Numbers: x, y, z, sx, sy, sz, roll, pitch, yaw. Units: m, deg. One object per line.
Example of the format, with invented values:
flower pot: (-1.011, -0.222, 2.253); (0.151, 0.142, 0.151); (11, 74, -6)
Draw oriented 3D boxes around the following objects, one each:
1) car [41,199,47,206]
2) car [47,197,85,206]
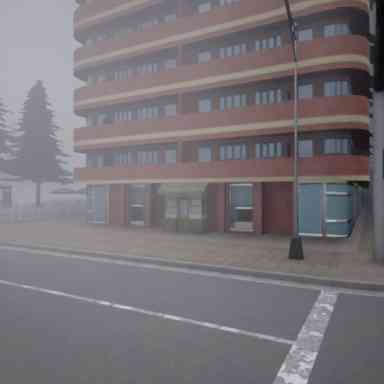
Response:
car: (-21.724, 1.551, 52.123); (1.994, 1.385, 4.181); (0, 0, 32)
car: (-18.690, 1.530, 50.711); (2.033, 1.411, 5.357); (0, 0, 31)
